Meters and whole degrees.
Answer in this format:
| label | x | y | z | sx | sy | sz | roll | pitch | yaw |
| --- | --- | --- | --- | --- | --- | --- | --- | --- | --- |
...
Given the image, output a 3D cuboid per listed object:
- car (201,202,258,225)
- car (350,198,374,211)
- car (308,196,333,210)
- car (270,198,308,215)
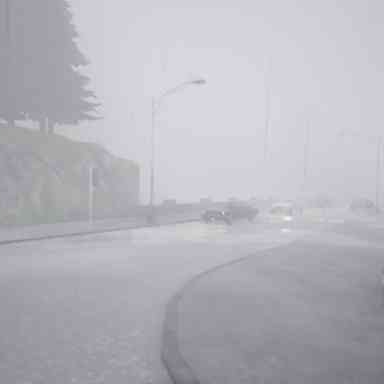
| label | x | y | z | sx | sy | sz | roll | pitch | yaw |
| --- | --- | --- | --- | --- | --- | --- | --- | --- | --- |
| car | 2.564 | 1.326 | 21.975 | 1.895 | 1.301 | 4.718 | 2 | 1 | 37 |
| car | 19.003 | 1.351 | 37.111 | 2.033 | 1.411 | 5.357 | 2 | 1 | 36 |
| car | 14.897 | 1.198 | 38.588 | 2.128 | 1.511 | 4.902 | 2 | 1 | 37 |
| car | 8.685 | 1.241 | 30.225 | 1.812 | 1.442 | 4.674 | 2 | 1 | 36 |
